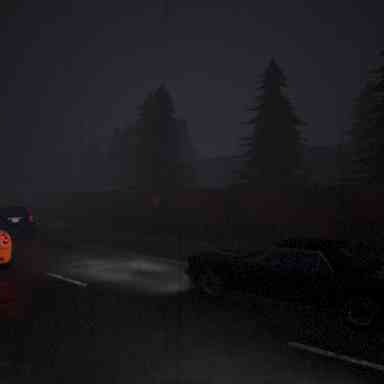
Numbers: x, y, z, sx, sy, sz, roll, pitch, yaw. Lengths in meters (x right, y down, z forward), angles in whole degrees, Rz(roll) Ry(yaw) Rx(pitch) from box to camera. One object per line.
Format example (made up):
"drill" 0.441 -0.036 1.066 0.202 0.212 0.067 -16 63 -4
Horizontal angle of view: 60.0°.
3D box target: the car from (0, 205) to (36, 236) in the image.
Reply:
"car" -10.499 1.525 18.671 2.097 1.767 4.553 0 0 -42

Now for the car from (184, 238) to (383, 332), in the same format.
"car" 2.152 1.625 6.884 4.718 1.301 1.895 -1 0 37

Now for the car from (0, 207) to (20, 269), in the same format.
"car" -7.517 1.460 10.592 4.553 1.767 2.097 -1 0 43
